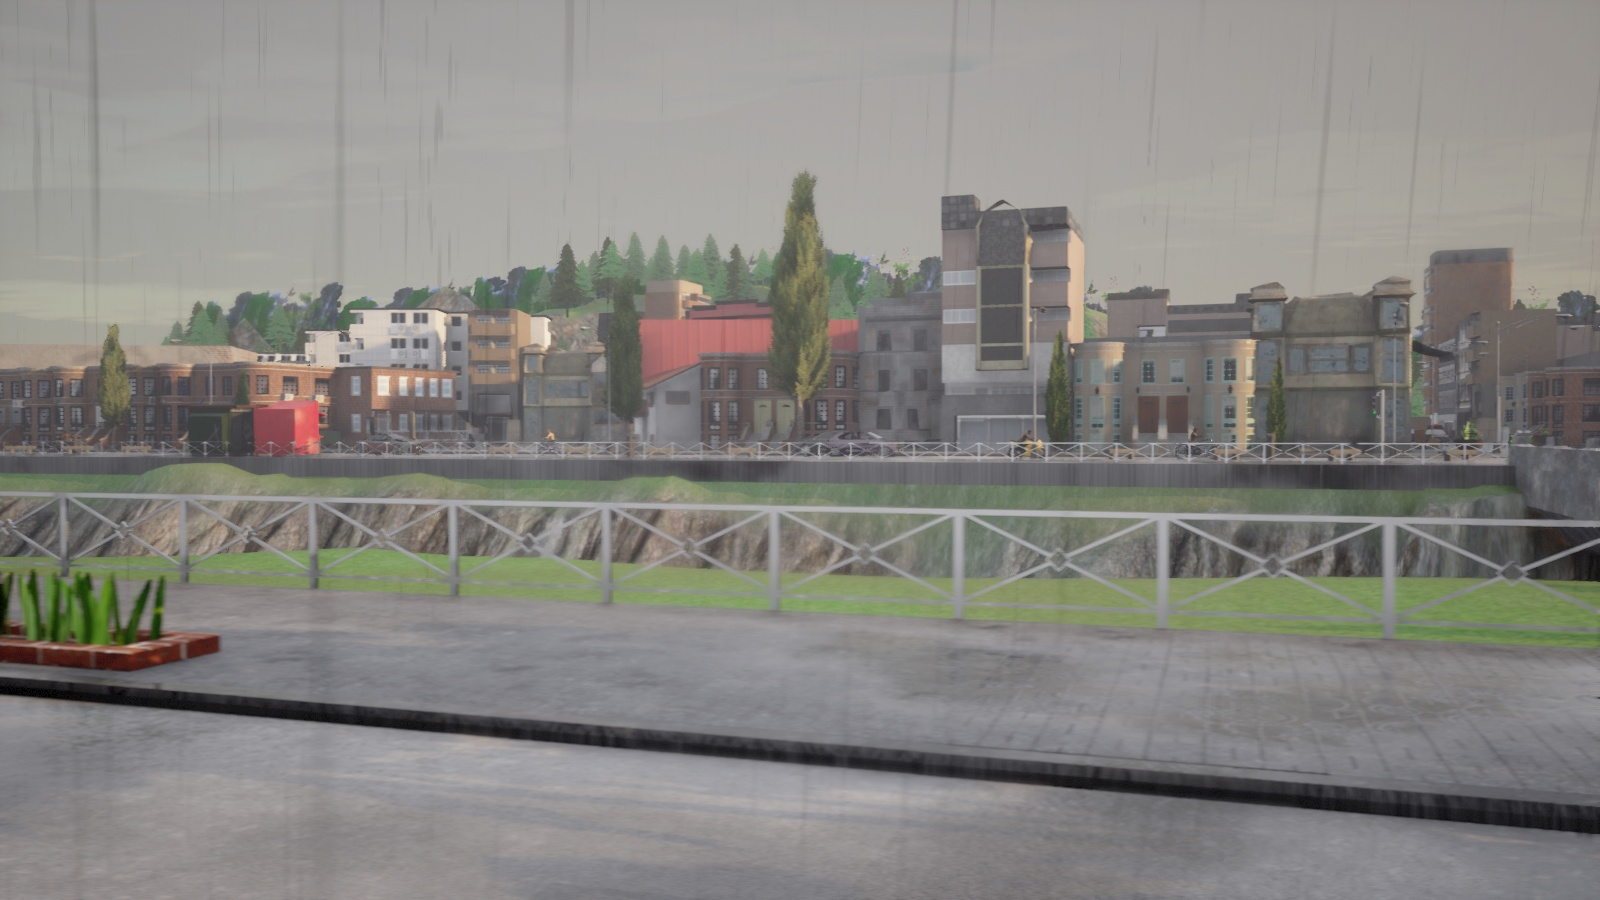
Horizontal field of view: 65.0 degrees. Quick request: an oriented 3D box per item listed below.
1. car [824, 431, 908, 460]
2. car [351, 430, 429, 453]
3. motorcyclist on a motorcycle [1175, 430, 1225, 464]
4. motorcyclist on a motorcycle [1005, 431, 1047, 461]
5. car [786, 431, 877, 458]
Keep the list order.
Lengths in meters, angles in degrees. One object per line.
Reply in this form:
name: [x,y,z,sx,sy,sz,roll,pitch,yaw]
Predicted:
car: [3.558,-0.260,67.633,4.193,1.474,1.816,1,1,19]
car: [-25.209,-0.522,77.299,4.181,1.385,1.994,1,1,18]
motorcyclist on a motorcycle: [19.803,-0.147,62.172,2.350,1.649,0.766,1,1,18]
motorcyclist on a motorcycle: [11.685,-0.203,64.902,2.044,1.523,0.797,1,1,19]
car: [1.812,-0.358,72.438,4.892,1.490,1.837,1,1,19]
